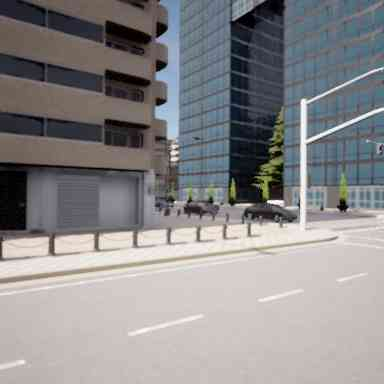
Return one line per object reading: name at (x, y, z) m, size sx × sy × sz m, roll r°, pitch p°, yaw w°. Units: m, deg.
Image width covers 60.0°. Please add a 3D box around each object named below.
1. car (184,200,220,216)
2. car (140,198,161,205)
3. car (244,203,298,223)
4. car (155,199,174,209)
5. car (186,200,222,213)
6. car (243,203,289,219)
car at (0.865, 1.730, 35.997) m, size 1.812 × 1.442 × 4.674 m, roll 1°, pitch -1°, yaw -35°
car at (-8.629, 1.884, 68.174) m, size 2.033 × 1.411 × 5.357 m, roll 1°, pitch 0°, yaw -35°
car at (6.572, 1.709, 28.004) m, size 1.837 × 1.490 × 4.892 m, roll 1°, pitch -1°, yaw -37°
car at (-4.444, 1.740, 49.697) m, size 2.128 × 1.511 × 4.902 m, roll 1°, pitch 0°, yaw -35°
car at (1.444, 1.752, 41.266) m, size 1.837 × 1.490 × 4.892 m, roll 1°, pitch 0°, yaw -35°
car at (7.298, 1.810, 32.994) m, size 1.994 × 1.385 × 4.181 m, roll 1°, pitch 0°, yaw -36°
